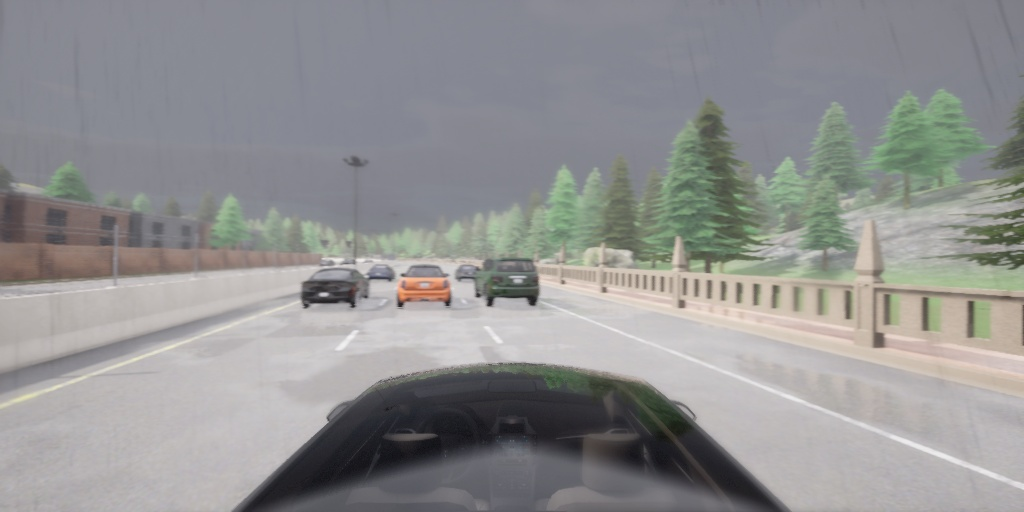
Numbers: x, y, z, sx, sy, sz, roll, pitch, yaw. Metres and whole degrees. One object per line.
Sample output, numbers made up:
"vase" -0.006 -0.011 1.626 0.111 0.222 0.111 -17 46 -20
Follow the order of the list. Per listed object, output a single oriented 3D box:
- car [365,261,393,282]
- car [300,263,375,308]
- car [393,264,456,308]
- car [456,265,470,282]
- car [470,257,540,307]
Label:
"car" -10.795 1.374 29.708 1.994 1.385 4.181 1 0 -13
"car" -7.303 1.229 15.247 1.882 1.535 5.008 1 0 -13
"car" -3.809 1.151 15.686 2.097 1.767 4.553 1 -1 -14
"car" -3.908 1.458 30.997 2.033 1.411 5.357 1 0 -14
"car" -0.391 1.068 16.444 2.150 2.045 5.566 1 0 -14
